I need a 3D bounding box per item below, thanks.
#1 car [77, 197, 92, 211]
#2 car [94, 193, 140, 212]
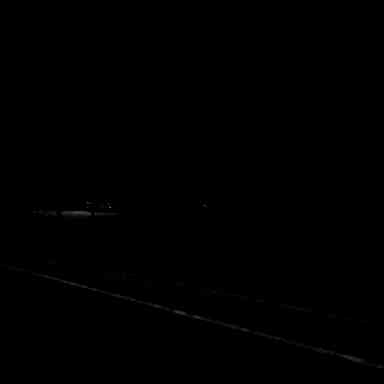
[{"bbox_3d":[-11.319,1.310,39.379,2.097,1.767,4.553,0,0,32],"label":"car"},{"bbox_3d":[-8.120,1.183,37.890,2.150,2.045,5.566,0,0,32],"label":"car"}]
